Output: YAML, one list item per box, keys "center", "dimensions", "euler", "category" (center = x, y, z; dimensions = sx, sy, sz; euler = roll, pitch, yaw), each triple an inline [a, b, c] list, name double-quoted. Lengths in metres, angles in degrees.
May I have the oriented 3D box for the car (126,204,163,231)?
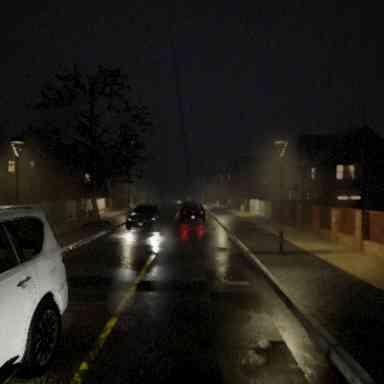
- center: [-2.812, 1.483, 20.474]
  dimensions: [1.812, 1.442, 4.674]
  euler: [0, 0, 0]
  category: "car"

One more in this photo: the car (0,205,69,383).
- center: [-2.841, 1.209, 2.570]
  dimensions: [2.150, 2.045, 5.566]
  euler: [0, 1, 0]
  category: "car"

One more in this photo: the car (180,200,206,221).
- center: [0.075, 1.557, 26.499]
  dimensions: [1.895, 1.301, 4.718]
  euler: [0, 0, 0]
  category: "car"
